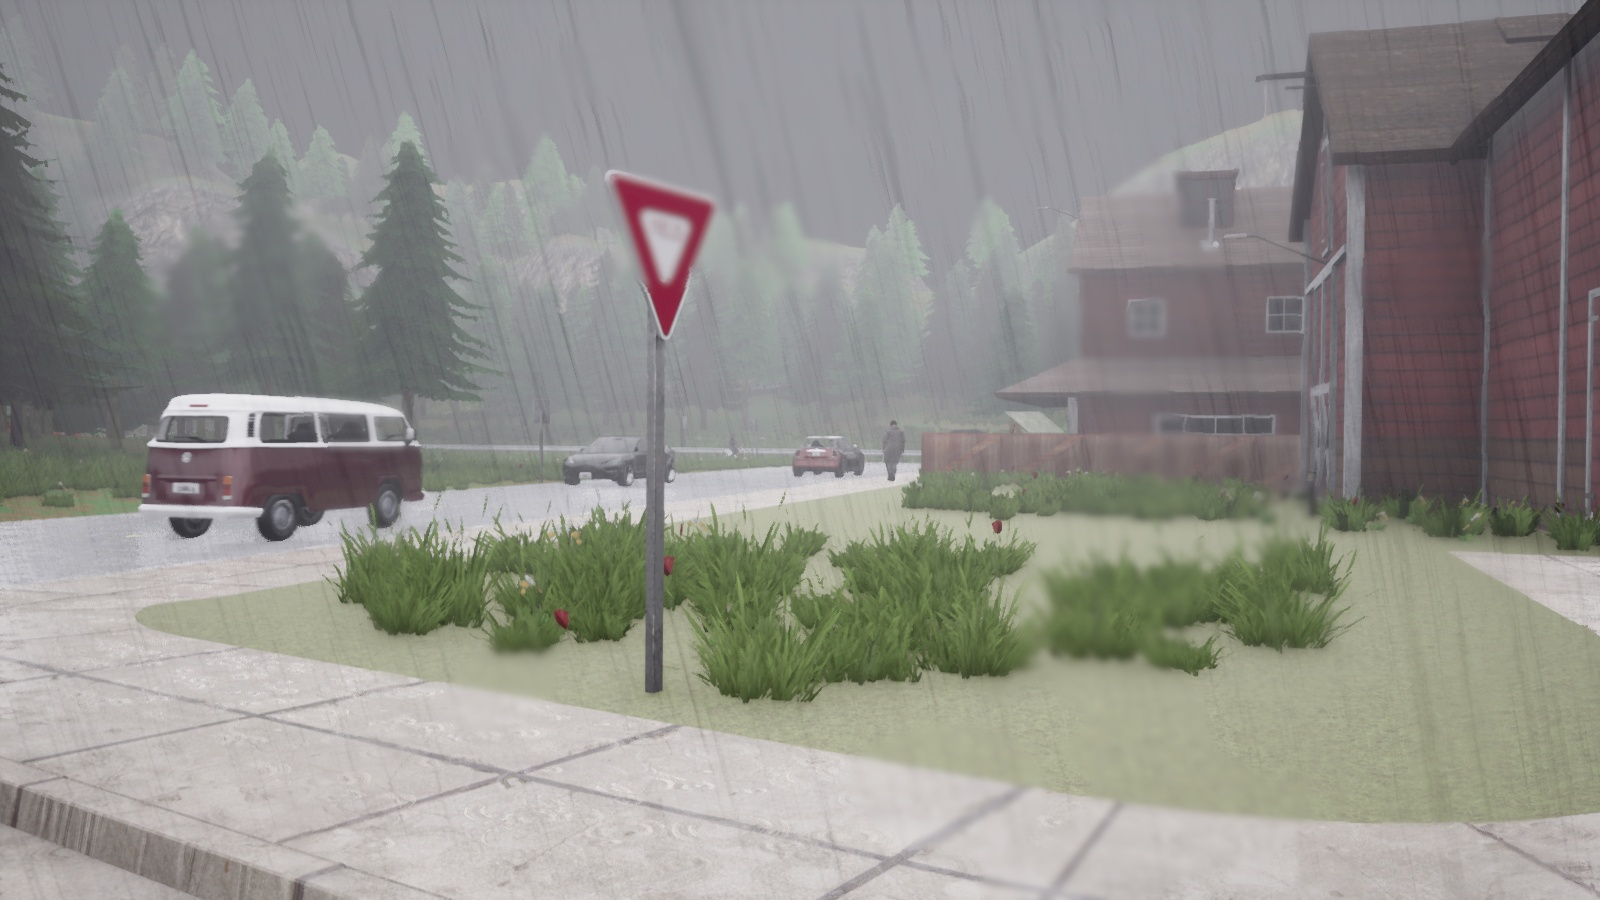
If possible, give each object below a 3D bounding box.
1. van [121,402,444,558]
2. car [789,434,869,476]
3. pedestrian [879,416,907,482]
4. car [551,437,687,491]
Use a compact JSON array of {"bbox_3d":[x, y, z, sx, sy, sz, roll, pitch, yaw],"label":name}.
[{"bbox_3d":[-7.528,0.365,18.851,2.069,2.038,4.480,0,1,17],"label":"van"},{"bbox_3d":[1.125,0.170,46.463,1.970,1.475,3.806,0,1,17],"label":"car"},{"bbox_3d":[2.789,-0.045,37.768,0.659,1.952,0.873,-1,1,-8],"label":"pedestrian"},{"bbox_3d":[-5.315,0.380,37.615,2.163,1.488,4.792,0,1,17],"label":"car"}]
